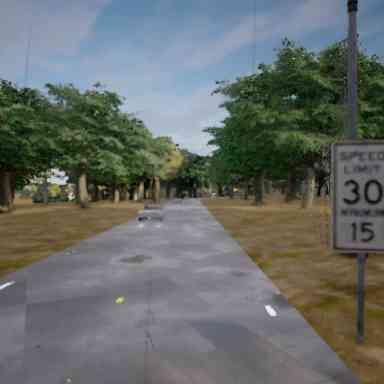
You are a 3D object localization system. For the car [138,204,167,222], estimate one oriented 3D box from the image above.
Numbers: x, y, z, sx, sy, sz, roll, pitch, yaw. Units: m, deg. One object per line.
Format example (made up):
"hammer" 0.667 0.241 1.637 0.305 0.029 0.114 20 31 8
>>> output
"car" -3.112 1.642 26.590 1.895 1.301 4.718 0 0 0

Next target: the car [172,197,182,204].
"car" -3.033 1.664 67.437 1.895 1.301 4.718 0 0 0
